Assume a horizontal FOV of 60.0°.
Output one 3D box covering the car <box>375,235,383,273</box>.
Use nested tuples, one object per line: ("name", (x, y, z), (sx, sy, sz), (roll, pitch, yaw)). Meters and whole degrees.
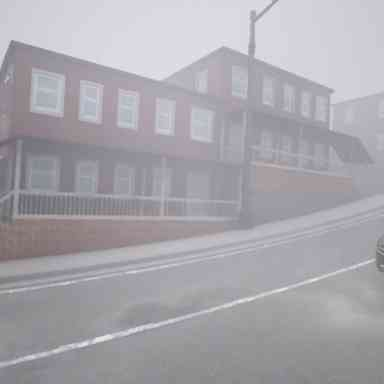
("car", (6.560, 1.106, 8.309), (5.008, 1.535, 1.882), (-5, 3, -33))
